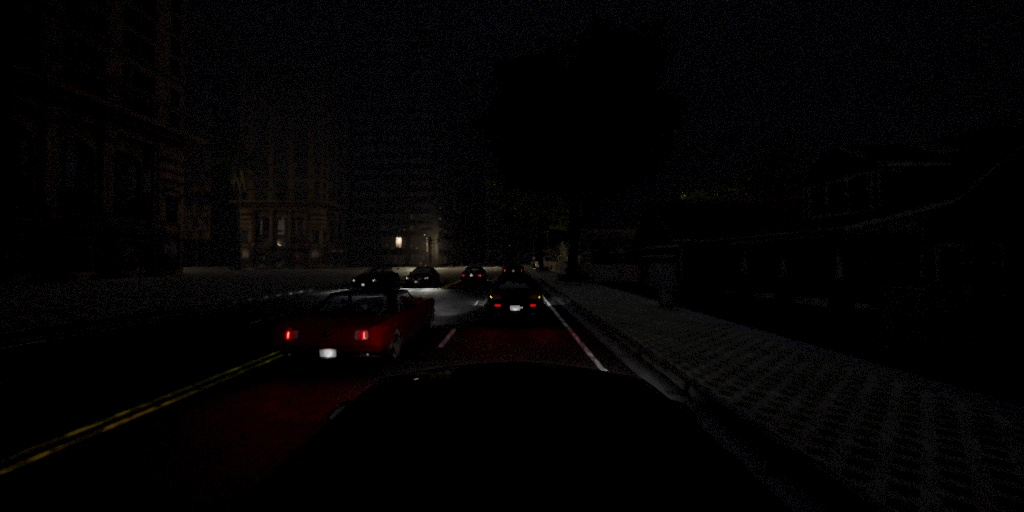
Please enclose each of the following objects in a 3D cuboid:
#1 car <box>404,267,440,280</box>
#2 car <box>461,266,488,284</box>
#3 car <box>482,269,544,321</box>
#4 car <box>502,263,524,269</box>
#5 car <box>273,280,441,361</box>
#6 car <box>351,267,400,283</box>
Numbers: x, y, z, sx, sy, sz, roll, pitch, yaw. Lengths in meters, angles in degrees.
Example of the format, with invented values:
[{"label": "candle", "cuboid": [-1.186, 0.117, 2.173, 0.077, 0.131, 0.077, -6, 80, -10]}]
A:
[{"label": "car", "cuboid": [-6.589, 1.522, 26.907, 1.812, 1.442, 4.674, 0, -1, 0]}, {"label": "car", "cuboid": [-3.139, 1.579, 30.265, 2.033, 1.411, 5.357, 0, -1, 0]}, {"label": "car", "cuboid": [0.097, 1.380, 12.833, 1.812, 1.442, 4.674, 0, 0, 0]}, {"label": "car", "cuboid": [0.114, 1.438, 35.390, 2.097, 1.767, 4.553, 0, -1, 0]}, {"label": "car", "cuboid": [-3.163, 1.413, 8.420, 1.895, 1.301, 4.718, 0, -1, 0]}, {"label": "car", "cuboid": [-9.840, 1.538, 26.354, 2.033, 1.411, 5.357, 0, -1, 0]}]
